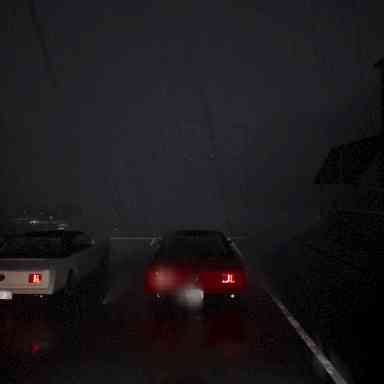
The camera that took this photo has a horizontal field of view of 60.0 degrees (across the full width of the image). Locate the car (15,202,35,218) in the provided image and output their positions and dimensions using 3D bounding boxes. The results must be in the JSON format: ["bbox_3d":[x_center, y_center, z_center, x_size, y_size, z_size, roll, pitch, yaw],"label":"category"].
[{"bbox_3d":[-14.103,1.564,29.965,1.994,1.385,4.181,0,0,0],"label":"car"}]

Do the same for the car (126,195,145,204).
[{"bbox_3d":[-10.566,1.351,61.638,2.097,1.767,4.553,0,0,0],"label":"car"}]

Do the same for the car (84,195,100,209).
[{"bbox_3d":[-14.103,1.492,46.135,2.128,1.511,4.902,0,0,0],"label":"car"}]

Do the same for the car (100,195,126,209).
[{"bbox_3d":[-10.600,1.527,44.996,1.812,1.442,4.674,0,1,0],"label":"car"}]

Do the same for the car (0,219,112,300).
[{"bbox_3d":[-3.424,1.601,8.305,1.895,1.301,4.718,0,0,0],"label":"car"}]

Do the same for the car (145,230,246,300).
[{"bbox_3d":[0.077,1.601,8.323,1.895,1.301,4.718,0,0,0],"label":"car"}]

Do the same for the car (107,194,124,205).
[{"bbox_3d":[-14.066,1.351,61.741,2.097,1.767,4.553,0,0,0],"label":"car"}]

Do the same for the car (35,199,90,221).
[{"bbox_3d":[-10.604,1.548,27.688,2.033,1.411,5.357,0,0,0],"label":"car"}]

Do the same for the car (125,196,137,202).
[{"bbox_3d":[-14.009,1.543,76.462,1.994,1.385,4.181,0,0,0],"label":"car"}]

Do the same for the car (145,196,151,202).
[{"bbox_3d":[-10.509,1.497,76.143,1.994,1.385,4.181,0,0,0],"label":"car"}]

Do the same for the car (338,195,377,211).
[{"bbox_3d":[14.158,1.057,28.512,4.181,1.385,1.994,-14,0,-1],"label":"car"}]
